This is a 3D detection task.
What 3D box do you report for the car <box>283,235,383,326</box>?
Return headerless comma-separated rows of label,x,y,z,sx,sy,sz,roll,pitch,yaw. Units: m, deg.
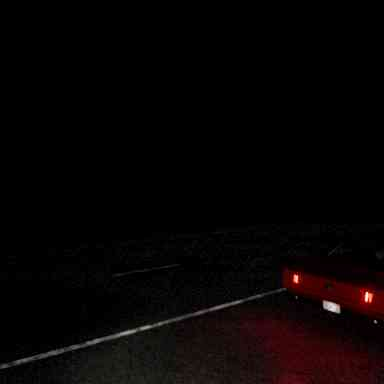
car,4.051,1.526,6.614,4.718,1.301,1.895,-1,1,-35
